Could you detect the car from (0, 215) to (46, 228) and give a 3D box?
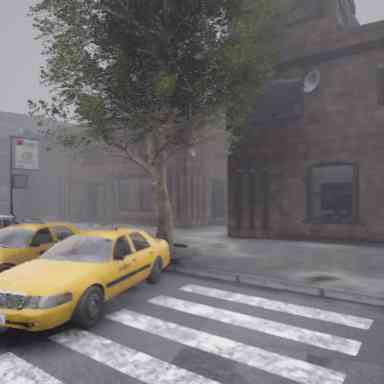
[{"bbox_3d":[-4.525,1.536,9.097,1.946,1.575,5.366,0,-1,16],"label":"car"}]

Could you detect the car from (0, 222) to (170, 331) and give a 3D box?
[{"bbox_3d":[-2.080,1.517,7.355,1.946,1.575,5.366,0,-1,15],"label":"car"}]
